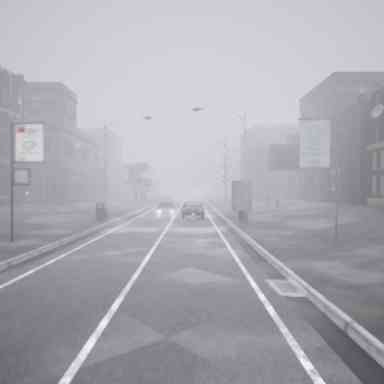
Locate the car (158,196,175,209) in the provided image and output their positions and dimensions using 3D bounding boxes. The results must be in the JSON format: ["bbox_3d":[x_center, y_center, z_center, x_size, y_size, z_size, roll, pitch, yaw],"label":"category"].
[{"bbox_3d":[-3.105,1.247,40.851,1.882,1.535,5.008,0,1,0],"label":"car"}]

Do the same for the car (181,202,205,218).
[{"bbox_3d":[0.086,1.476,28.687,1.895,1.301,4.718,0,0,0],"label":"car"}]
